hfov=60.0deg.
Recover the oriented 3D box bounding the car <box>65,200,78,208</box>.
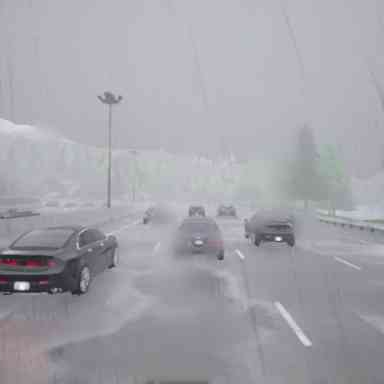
[{"bbox_3d":[-24.281,2.354,66.881,1.812,1.442,4.674,1,-1,-13],"label":"car"}]

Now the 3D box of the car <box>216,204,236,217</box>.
[{"bbox_3d":[3.978,2.154,39.555,2.128,1.511,4.902,1,-1,-1],"label":"car"}]

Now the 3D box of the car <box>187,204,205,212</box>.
[{"bbox_3d":[0.495,2.130,39.035,1.837,1.490,4.892,1,-1,-1],"label":"car"}]

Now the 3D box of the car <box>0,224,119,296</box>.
[{"bbox_3d":[-3.312,1.623,8.997,1.837,1.490,4.892,0,0,1],"label":"car"}]

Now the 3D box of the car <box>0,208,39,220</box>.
[{"bbox_3d":[-13.733,1.891,25.561,1.895,1.301,4.718,0,-1,1],"label":"car"}]

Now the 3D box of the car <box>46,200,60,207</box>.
[{"bbox_3d":[-27.859,2.331,66.779,2.033,1.411,5.357,1,-1,-13],"label":"car"}]

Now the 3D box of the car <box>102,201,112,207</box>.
[{"bbox_3d":[-17.175,2.419,67.285,1.994,1.385,4.181,1,-1,-13],"label":"car"}]

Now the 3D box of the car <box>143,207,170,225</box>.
[{"bbox_3d":[-2.979,1.977,28.590,2.033,1.411,5.357,0,-1,1],"label":"car"}]

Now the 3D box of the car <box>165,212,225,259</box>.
[{"bbox_3d":[0.277,1.766,13.539,2.033,1.411,5.357,0,-1,1],"label":"car"}]

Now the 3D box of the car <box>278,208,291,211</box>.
[{"bbox_3d":[7.520,2.064,28.436,2.033,1.411,5.357,0,-1,1],"label":"car"}]

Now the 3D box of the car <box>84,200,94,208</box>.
[{"bbox_3d":[-20.902,2.408,67.793,2.033,1.411,5.357,1,-1,-13],"label":"car"}]

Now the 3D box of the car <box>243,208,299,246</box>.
[{"bbox_3d":[3.834,1.810,16.977,1.837,1.490,4.892,0,0,1],"label":"car"}]
